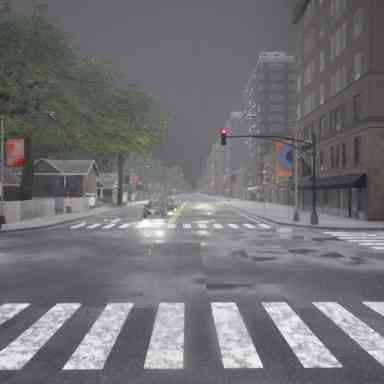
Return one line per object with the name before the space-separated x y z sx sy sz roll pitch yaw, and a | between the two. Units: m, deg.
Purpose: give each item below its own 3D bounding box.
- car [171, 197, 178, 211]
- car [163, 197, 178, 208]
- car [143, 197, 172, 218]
car | -3.218 1.367 39.943 2.097 1.767 4.553 0 0 1
car | -3.181 1.548 49.901 1.812 1.442 4.674 0 0 0
car | -3.252 1.500 30.209 2.128 1.511 4.902 0 0 0
